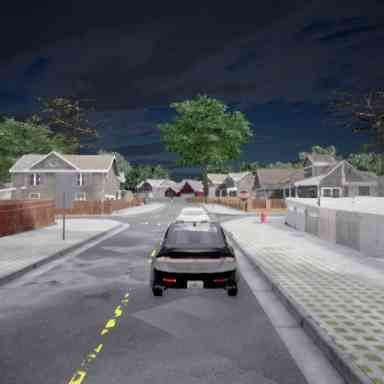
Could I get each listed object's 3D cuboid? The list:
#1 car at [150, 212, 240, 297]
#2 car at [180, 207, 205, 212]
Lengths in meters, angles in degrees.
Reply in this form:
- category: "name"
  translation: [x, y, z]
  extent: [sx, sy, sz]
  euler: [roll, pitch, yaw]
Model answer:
- category: "car"
  translation: [0.069, 1.498, 8.569]
  extent: [2.128, 1.511, 4.902]
  euler: [0, 0, 0]
- category: "car"
  translation: [0.026, 1.552, 18.305]
  extent: [1.812, 1.442, 4.674]
  euler: [0, 0, 0]
